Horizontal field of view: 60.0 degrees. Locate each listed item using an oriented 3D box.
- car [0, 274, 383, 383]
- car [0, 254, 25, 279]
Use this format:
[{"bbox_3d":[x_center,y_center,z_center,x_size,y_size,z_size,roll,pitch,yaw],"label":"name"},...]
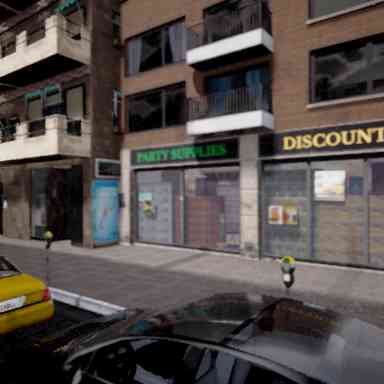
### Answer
[{"bbox_3d":[0.147,1.581,2.767,4.313,1.339,1.947,-1,0,36],"label":"car"},{"bbox_3d":[-4.483,1.601,6.078,4.829,1.417,1.752,-1,0,36],"label":"car"}]
